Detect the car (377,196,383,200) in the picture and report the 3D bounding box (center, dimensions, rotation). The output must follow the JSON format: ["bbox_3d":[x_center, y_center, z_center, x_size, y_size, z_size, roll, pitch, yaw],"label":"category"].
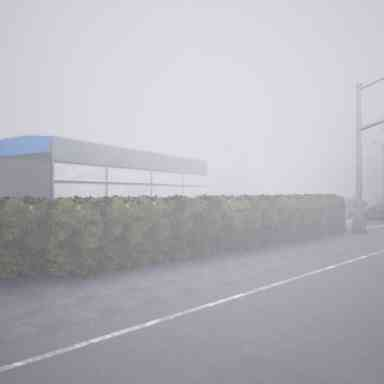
[{"bbox_3d":[31.434,1.384,54.012,3.806,1.475,1.970,0,0,-41],"label":"car"}]

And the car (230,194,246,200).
[{"bbox_3d":[12.092,1.232,87.107,3.806,1.475,1.970,0,0,-41],"label":"car"}]

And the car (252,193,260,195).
[{"bbox_3d":[16.510,1.153,82.442,5.027,1.636,2.152,0,0,-41],"label":"car"}]

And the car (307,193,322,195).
[{"bbox_3d":[27.032,1.097,70.782,4.605,1.855,1.932,0,0,-41],"label":"car"}]

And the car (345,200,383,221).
[{"bbox_3d":[14.293,1.547,24.259,5.357,1.411,2.033,0,0,45],"label":"car"}]

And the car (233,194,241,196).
[{"bbox_3d":[8.820,1.298,63.597,4.514,1.523,2.007,0,0,-41],"label":"car"}]

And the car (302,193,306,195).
[{"bbox_3d":[24.829,1.077,72.721,3.866,1.878,1.905,0,0,-41],"label":"car"}]

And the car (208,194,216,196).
[{"bbox_3d":[4.355,1.298,85.307,4.514,1.523,2.007,0,0,-41],"label":"car"}]

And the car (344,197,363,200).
[{"bbox_3d":[19.236,1.339,39.639,4.514,1.523,2.007,0,0,-41],"label":"car"}]
